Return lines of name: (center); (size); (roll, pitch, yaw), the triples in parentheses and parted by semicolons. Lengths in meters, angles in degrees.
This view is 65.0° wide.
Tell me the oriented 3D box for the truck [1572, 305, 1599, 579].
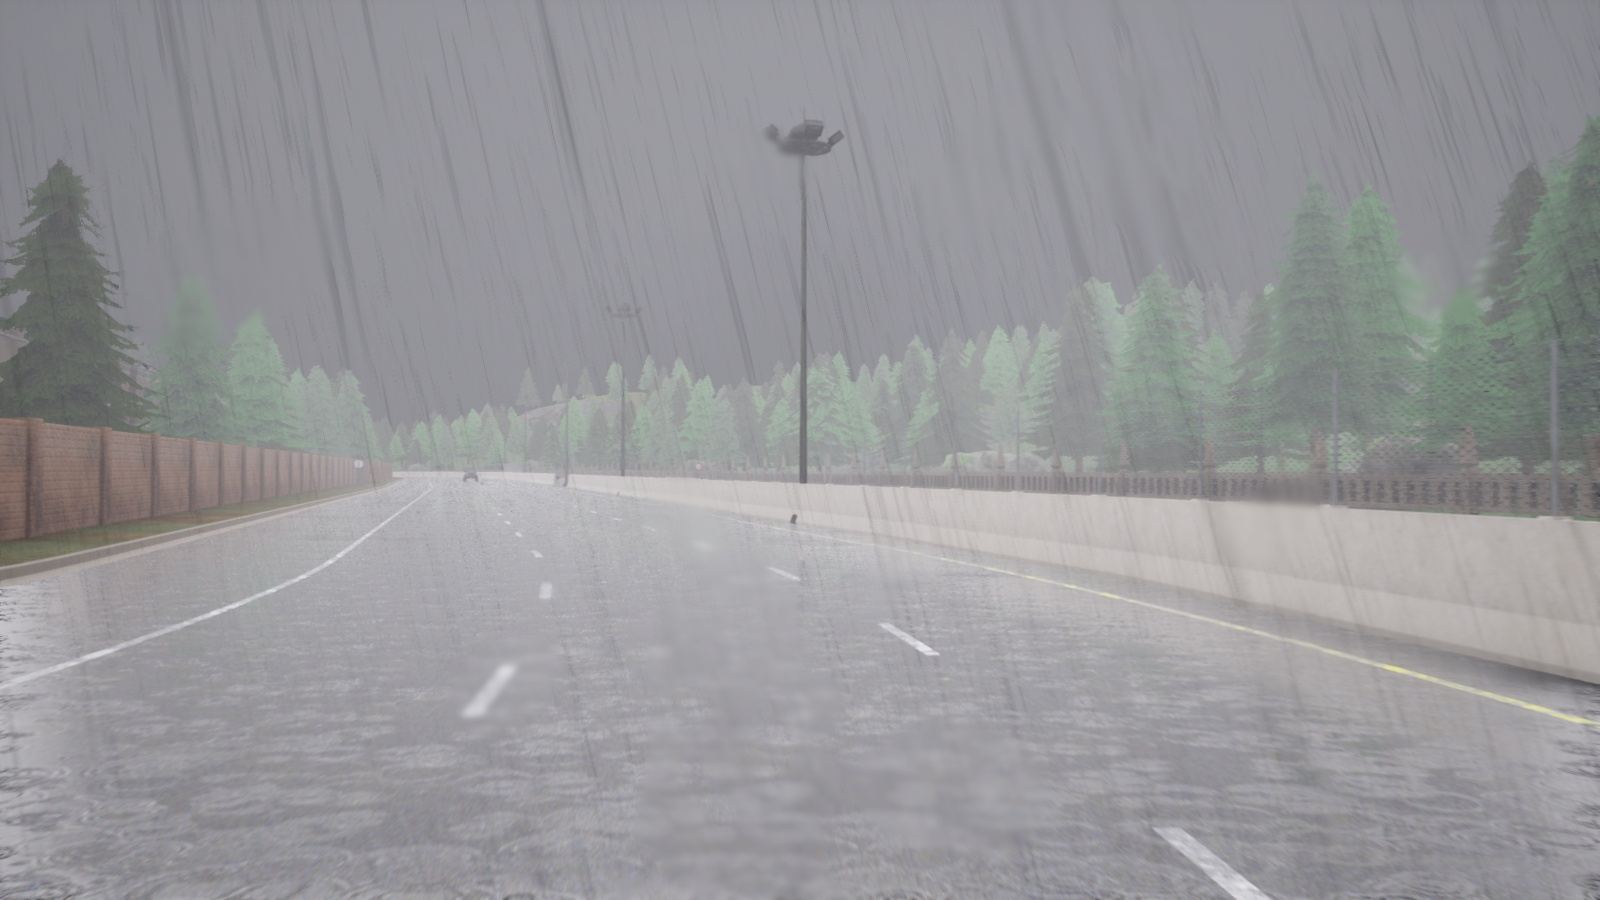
truck: (13.091, -0.176, 14.016); (2.891, 3.827, 8.468); (0, -1, -7)
